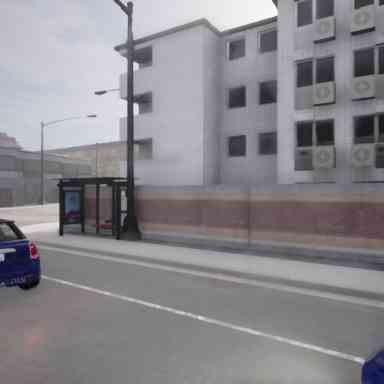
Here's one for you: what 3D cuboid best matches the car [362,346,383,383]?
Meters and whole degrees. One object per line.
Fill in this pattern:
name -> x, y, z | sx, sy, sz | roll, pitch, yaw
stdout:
car -> 3.362, 1.526, 1.543 | 4.674, 1.442, 1.812 | 0, 0, 36

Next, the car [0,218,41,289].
car -> -5.651, 1.350, 7.897 | 4.553, 1.767, 2.097 | 0, 0, 35
